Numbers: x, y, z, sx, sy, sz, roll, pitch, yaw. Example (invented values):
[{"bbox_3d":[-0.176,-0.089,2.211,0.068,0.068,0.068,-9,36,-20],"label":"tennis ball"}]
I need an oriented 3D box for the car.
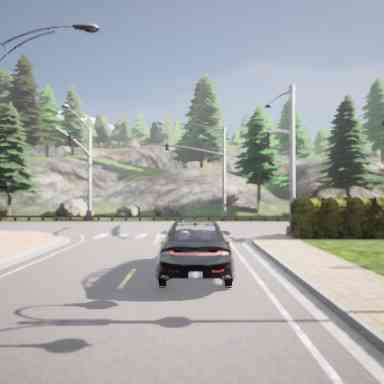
[{"bbox_3d":[0.092,1.574,9.548,2.128,1.511,4.902,0,0,0],"label":"car"}]
